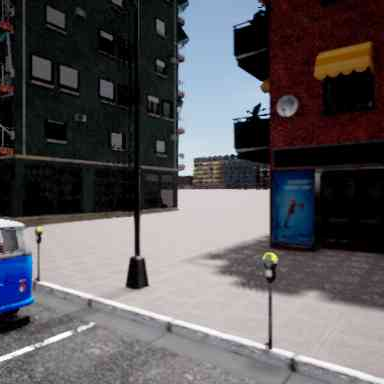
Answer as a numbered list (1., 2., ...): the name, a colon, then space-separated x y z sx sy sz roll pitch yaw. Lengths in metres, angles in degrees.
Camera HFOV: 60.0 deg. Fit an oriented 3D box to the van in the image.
1. van: -4.637 1.326 6.185 3.998 1.788 1.690 0 0 35
